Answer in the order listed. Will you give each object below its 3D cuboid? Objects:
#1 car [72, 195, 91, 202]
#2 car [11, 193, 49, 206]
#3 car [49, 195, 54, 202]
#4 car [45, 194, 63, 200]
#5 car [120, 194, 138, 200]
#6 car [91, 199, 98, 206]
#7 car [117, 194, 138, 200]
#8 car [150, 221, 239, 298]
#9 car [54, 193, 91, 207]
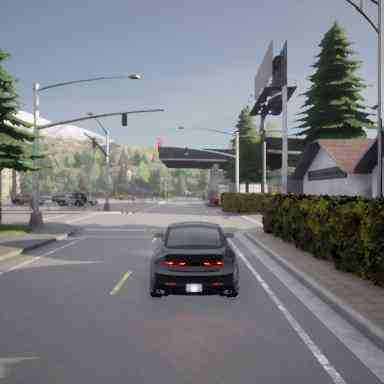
[{"bbox_3d":[-24.064,1.315,72.589,3.633,1.501,1.845,0,0,-1],"label":"car"},{"bbox_3d":[-24.678,1.094,50.136,4.605,1.855,1.932,0,0,-1],"label":"car"},{"bbox_3d":[-24.044,1.294,62.597,4.514,1.523,2.007,0,0,-1],"label":"car"},{"bbox_3d":[-35.130,1.379,84.513,3.806,1.475,1.970,0,0,-1],"label":"car"},{"bbox_3d":[-16.536,1.334,87.619,4.514,1.523,2.007,0,0,-1],"label":"car"},{"bbox_3d":[-16.199,1.358,50.227,3.806,1.475,1.970,0,0,-1],"label":"car"},{"bbox_3d":[-16.464,1.325,84.483,5.027,1.636,2.152,0,0,-1],"label":"car"},{"bbox_3d":[0.056,1.505,8.508,1.837,1.490,4.892,0,0,0],"label":"car"},{"bbox_3d":[-16.789,1.074,46.898,3.866,1.878,1.905,0,0,-1],"label":"car"}]
